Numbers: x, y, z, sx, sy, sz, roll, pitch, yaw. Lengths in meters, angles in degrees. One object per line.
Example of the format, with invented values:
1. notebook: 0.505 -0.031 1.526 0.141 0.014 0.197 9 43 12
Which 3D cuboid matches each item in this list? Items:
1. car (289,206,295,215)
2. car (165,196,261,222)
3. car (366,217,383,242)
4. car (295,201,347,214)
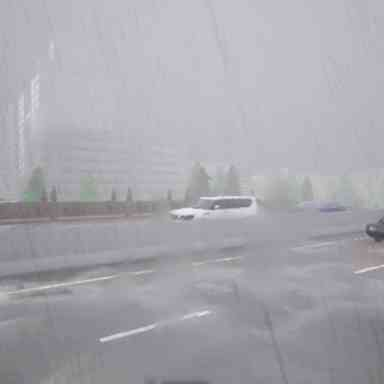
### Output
1. car: 11.913 1.635 33.971 4.674 1.442 1.812 2 -1 -35
2. car: 1.260 1.232 17.785 5.566 2.045 2.150 0 0 -35
3. car: 10.008 1.616 15.181 4.718 1.301 1.895 0 0 -35
4. car: 11.715 1.531 29.533 5.008 1.535 1.882 1 -1 -35
